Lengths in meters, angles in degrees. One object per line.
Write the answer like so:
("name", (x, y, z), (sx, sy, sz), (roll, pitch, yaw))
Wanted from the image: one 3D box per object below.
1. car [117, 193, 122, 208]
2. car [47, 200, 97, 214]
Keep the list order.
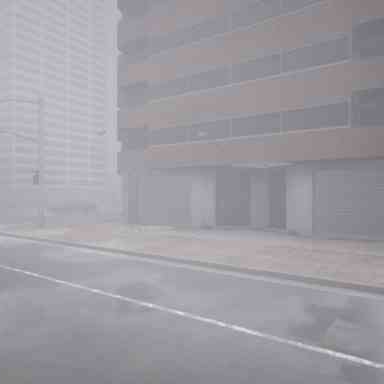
("car", (-7.335, 1.352, 44.674), (2.097, 1.767, 4.553), (0, 0, 35))
("car", (-13.035, 1.547, 36.555), (2.033, 1.411, 5.357), (0, 0, 35))
